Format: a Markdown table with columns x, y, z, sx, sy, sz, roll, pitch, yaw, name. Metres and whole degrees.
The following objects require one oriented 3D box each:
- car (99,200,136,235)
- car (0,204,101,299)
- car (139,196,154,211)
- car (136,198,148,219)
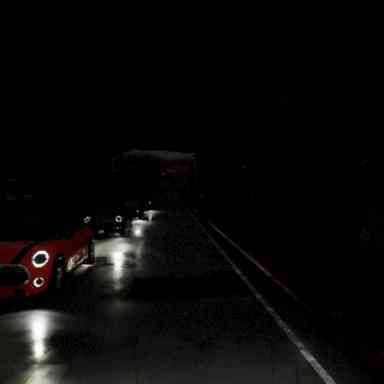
| x | y | z | sx | sy | sz | roll | pitch | yaw | name |
| --- | --- | --- | --- | --- | --- | --- | --- | --- | --- |
| -4.628 | 1.384 | 18.782 | 2.097 | 1.767 | 4.553 | -1 | 0 | -3 | car |
| -4.046 | 1.394 | 8.743 | 2.097 | 1.767 | 4.553 | -1 | 0 | -3 | car |
| -5.892 | 1.360 | 41.473 | 2.097 | 1.767 | 4.553 | -1 | 0 | -3 | car |
| -5.210 | 1.548 | 28.997 | 1.812 | 1.442 | 4.674 | -1 | 0 | -3 | car |
